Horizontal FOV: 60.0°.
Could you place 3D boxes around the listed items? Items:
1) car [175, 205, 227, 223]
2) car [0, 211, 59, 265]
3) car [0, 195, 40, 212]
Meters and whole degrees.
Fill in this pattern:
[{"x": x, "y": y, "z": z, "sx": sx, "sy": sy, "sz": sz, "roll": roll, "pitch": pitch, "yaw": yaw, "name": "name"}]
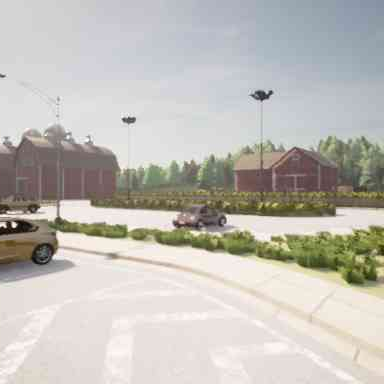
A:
[{"x": 0.536, "y": 1.495, "z": 20.598, "sx": 1.784, "sy": 1.438, "sz": 3.905, "roll": 0, "pitch": 0, "yaw": 36, "name": "car"}, {"x": -6.018, "y": 1.486, "z": 9.463, "sx": 1.816, "sy": 1.474, "sz": 4.193, "roll": 0, "pitch": 0, "yaw": 36, "name": "car"}, {"x": -17.806, "y": 1.244, "z": 33.594, "sx": 1.932, "sy": 1.855, "sz": 4.605, "roll": 0, "pitch": 0, "yaw": 36, "name": "car"}]
